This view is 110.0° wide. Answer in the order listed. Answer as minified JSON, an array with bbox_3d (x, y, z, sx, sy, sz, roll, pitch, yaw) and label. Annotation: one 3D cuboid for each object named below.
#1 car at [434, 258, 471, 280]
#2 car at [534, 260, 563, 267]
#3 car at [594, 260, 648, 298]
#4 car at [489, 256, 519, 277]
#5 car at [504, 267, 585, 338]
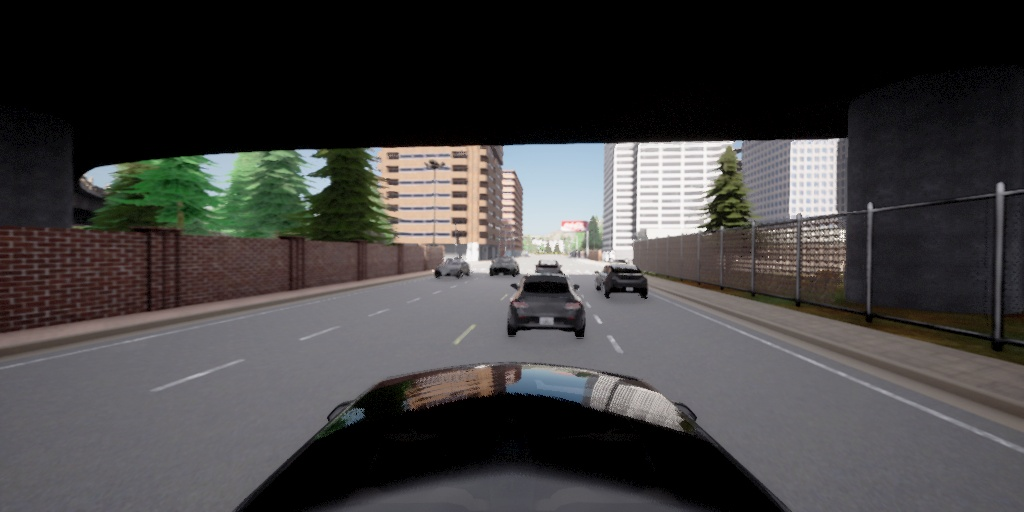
[{"bbox_3d":[-4.431,0.927,27.320,2.128,1.511,4.902,1,0,7],"label":"car"},{"bbox_3d":[2.582,1.009,25.586,2.128,1.511,4.902,1,1,6],"label":"car"},{"bbox_3d":[5.217,1.132,17.504,1.837,1.490,4.892,1,0,6],"label":"car"},{"bbox_3d":[-0.580,0.791,30.032,2.097,1.767,4.553,1,1,7],"label":"car"},{"bbox_3d":[0.906,1.197,9.852,1.812,1.442,4.674,1,0,5],"label":"car"}]
